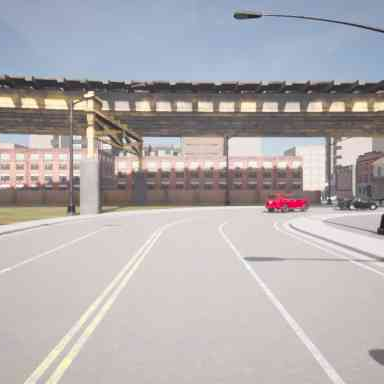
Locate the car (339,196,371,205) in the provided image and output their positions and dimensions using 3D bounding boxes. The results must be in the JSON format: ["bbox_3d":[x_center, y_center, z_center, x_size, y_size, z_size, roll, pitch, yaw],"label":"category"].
[{"bbox_3d":[28.961,1.453,59.277,2.038,1.542,4.974,0,0,-29],"label":"car"}]

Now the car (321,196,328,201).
[{"bbox_3d":[29.261,1.295,78.105,4.536,1.218,1.853,0,0,-39],"label":"car"}]

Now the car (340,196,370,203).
[{"bbox_3d":[28.935,1.295,59.322,1.853,1.218,4.536,0,0,-29],"label":"car"}]

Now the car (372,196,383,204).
[{"bbox_3d":[32.039,1.295,57.175,1.853,1.218,4.536,0,0,31],"label":"car"}]

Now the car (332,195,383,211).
[{"bbox_3d":[20.201,1.491,40.573,4.902,1.511,2.128,0,0,-11],"label":"car"}]

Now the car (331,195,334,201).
[{"bbox_3d":[33.333,1.295,78.862,1.853,1.218,4.536,0,0,-34],"label":"car"}]

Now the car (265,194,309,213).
[{"bbox_3d":[10.522,1.222,36.696,5.566,2.045,2.150,0,0,-34],"label":"car"}]

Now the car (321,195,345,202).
[{"bbox_3d":[33.304,1.453,78.905,2.038,1.542,4.974,0,0,-34],"label":"car"}]
